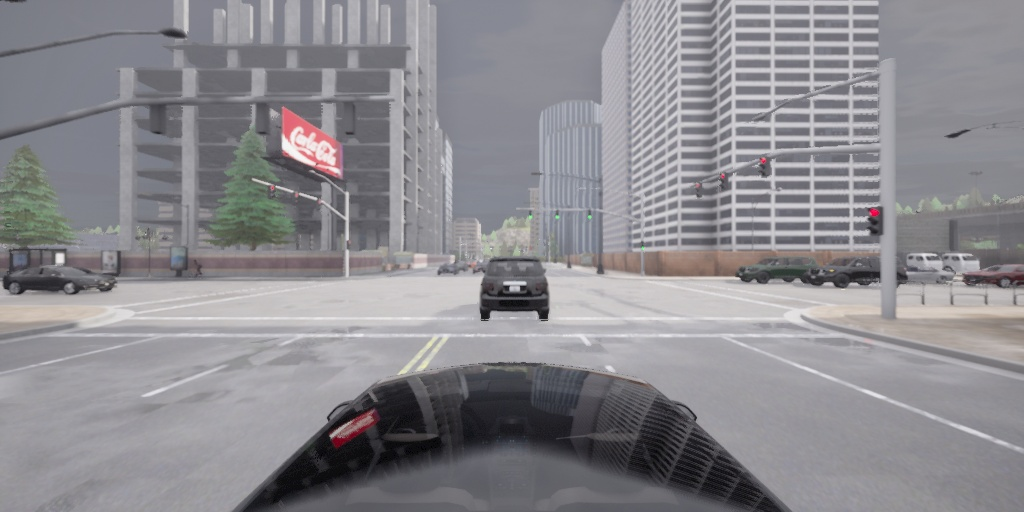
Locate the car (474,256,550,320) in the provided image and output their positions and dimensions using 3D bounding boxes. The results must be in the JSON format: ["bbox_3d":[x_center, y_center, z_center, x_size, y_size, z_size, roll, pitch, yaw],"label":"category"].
[{"bbox_3d":[0.084,1.006,12.855,2.150,2.045,5.566,0,0,0],"label":"car"}]

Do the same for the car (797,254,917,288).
[{"bbox_3d":[22.660,1.034,23.731,5.566,2.045,2.150,0,0,-1],"label":"car"}]

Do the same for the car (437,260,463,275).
[{"bbox_3d":[-7.116,1.422,40.570,1.994,1.385,4.181,0,0,0],"label":"car"}]

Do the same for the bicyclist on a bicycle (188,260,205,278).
[{"bbox_3d":[-27.891,1.134,31.714,0.582,1.620,1.656,0,0,0],"label":"bicyclist on a bicycle"}]

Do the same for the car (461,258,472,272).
[{"bbox_3d":[-7.104,1.388,49.143,1.837,1.490,4.892,0,0,0],"label":"car"}]

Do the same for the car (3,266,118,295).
[{"bbox_3d":[-24.744,1.305,19.751,4.892,1.490,1.837,0,0,0],"label":"car"}]

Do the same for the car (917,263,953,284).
[{"bbox_3d":[30.252,1.423,27.260,4.718,1.301,1.895,0,0,0],"label":"car"}]

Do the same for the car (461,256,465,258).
[{"bbox_3d":[-7.038,1.262,58.724,2.097,1.767,4.553,0,0,0],"label":"car"}]

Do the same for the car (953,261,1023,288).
[{"bbox_3d":[33.048,1.290,23.770,5.008,1.535,1.882,0,0,0],"label":"car"}]

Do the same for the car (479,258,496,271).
[{"bbox_3d":[-3.584,1.246,53.023,2.097,1.767,4.553,0,0,0],"label":"car"}]

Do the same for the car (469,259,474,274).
[{"bbox_3d":[-3.614,1.431,43.331,1.994,1.385,4.181,0,0,0],"label":"car"}]

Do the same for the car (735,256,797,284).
[{"bbox_3d":[20.119,1.044,27.212,5.566,2.045,2.150,0,0,0],"label":"car"}]
